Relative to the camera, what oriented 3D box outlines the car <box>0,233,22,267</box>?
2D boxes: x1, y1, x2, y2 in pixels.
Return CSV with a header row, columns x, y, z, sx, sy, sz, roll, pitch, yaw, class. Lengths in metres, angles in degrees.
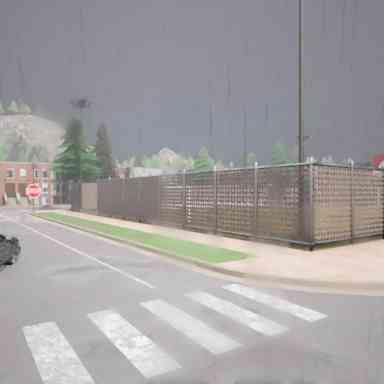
x,y,z,sx,sy,sz,roll,pitch,yaw,class
-5.924,1.538,8.351,2.033,1.411,5.357,0,0,-13,car
